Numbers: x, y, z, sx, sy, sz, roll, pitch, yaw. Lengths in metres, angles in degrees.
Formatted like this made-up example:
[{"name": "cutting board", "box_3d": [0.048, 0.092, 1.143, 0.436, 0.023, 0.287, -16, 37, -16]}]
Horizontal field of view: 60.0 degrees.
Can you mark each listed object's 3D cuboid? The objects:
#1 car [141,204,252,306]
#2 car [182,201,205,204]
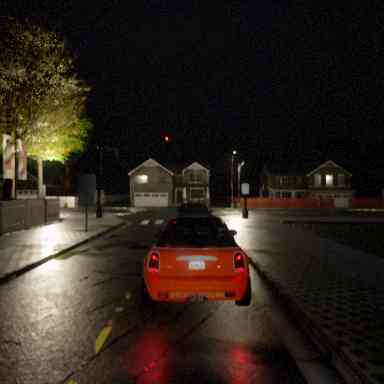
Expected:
[{"name": "car", "box_3d": [0.084, 1.348, 8.180, 2.097, 1.767, 4.553, 0, 0, 0]}, {"name": "car", "box_3d": [0.096, 1.343, 18.088, 2.097, 1.767, 4.553, 0, 0, 1]}]
